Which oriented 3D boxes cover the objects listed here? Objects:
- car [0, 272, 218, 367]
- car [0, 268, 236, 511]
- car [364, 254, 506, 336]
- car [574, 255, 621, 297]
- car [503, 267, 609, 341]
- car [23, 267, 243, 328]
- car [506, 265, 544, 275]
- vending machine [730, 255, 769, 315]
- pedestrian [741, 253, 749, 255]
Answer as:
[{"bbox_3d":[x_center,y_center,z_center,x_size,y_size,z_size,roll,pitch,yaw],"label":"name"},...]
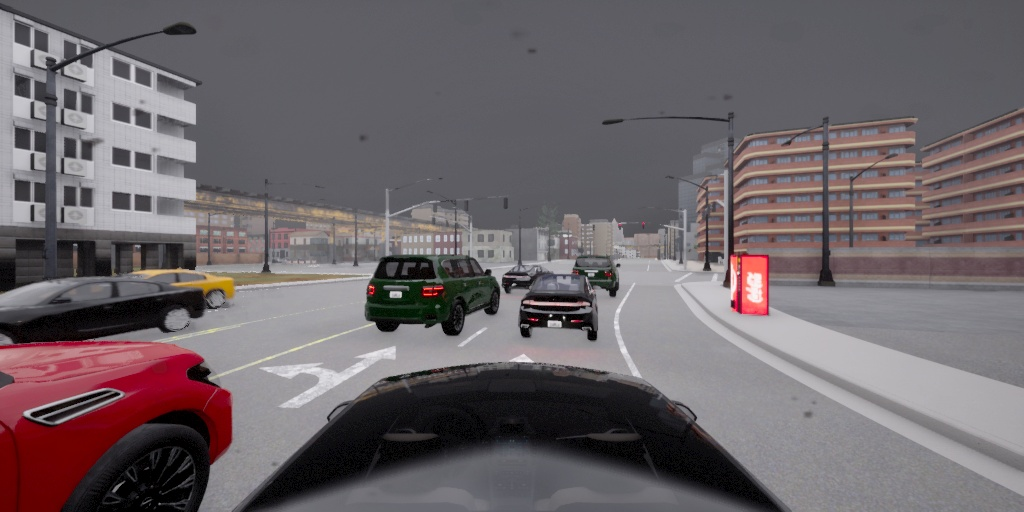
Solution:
[{"bbox_3d":[-9.880,1.227,8.081,1.882,1.535,5.008,0,0,10],"label":"car"},{"bbox_3d":[-3.265,0.972,0.473,2.150,2.045,5.566,0,0,-2],"label":"car"},{"bbox_3d":[-2.001,0.971,10.743,2.150,2.045,5.566,0,0,14],"label":"car"},{"bbox_3d":[4.551,0.971,19.277,2.150,2.045,5.566,0,0,19],"label":"car"},{"bbox_3d":[1.433,1.241,10.034,2.128,1.511,4.902,0,0,12],"label":"car"},{"bbox_3d":[-12.559,1.227,12.532,1.882,1.535,5.008,0,0,14],"label":"car"},{"bbox_3d":[1.102,1.241,20.110,2.128,1.511,4.902,0,0,24],"label":"car"},{"bbox_3d":[7.808,0.945,11.787,1.100,2.100,0.880,0,0,20],"label":"vending machine"},{"bbox_3d":[8.041,0.795,12.407,0.375,1.860,0.375,0,0,21],"label":"pedestrian"}]
